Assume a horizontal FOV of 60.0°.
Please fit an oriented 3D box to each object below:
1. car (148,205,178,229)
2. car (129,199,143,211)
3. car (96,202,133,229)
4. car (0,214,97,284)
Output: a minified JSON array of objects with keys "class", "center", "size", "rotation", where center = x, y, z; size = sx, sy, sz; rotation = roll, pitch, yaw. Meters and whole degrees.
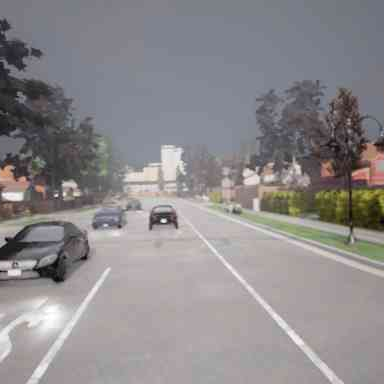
[{"class":"car","center":[-1.911,1.573,22.224],"size":[1.812,1.442,4.674],"rotation":[-1,0,-5]},{"class":"car","center":[-7.514,1.694,43.673],"size":[1.837,1.490,4.892],"rotation":[-2,-1,-5]},{"class":"car","center":[-5.622,1.689,23.313],"size":[2.033,1.411,5.357],"rotation":[-1,0,-5]},{"class":"car","center":[-4.369,1.637,10.094],"size":[1.812,1.442,4.674],"rotation":[-1,0,-5]}]
